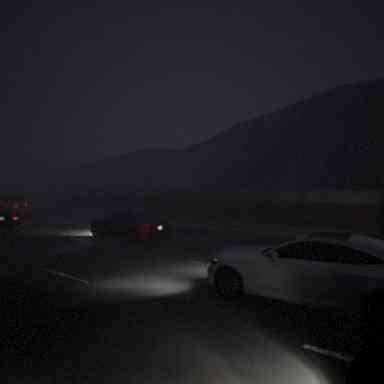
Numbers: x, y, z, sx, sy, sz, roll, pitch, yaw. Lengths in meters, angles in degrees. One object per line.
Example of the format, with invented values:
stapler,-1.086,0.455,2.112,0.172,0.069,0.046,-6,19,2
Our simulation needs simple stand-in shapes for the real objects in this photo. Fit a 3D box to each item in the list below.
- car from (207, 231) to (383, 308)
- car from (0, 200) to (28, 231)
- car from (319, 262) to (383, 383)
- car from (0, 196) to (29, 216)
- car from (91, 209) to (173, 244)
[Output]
car,2.512,1.522,6.620,4.674,1.442,1.812,1,0,36
car,-11.219,1.354,18.280,5.357,1.411,2.033,1,0,44
car,3.555,1.578,1.496,5.357,1.411,2.033,1,0,35
car,-15.190,1.076,27.498,2.097,1.767,4.553,0,0,-43
car,-2.875,1.467,15.428,4.181,1.385,1.994,1,0,41
